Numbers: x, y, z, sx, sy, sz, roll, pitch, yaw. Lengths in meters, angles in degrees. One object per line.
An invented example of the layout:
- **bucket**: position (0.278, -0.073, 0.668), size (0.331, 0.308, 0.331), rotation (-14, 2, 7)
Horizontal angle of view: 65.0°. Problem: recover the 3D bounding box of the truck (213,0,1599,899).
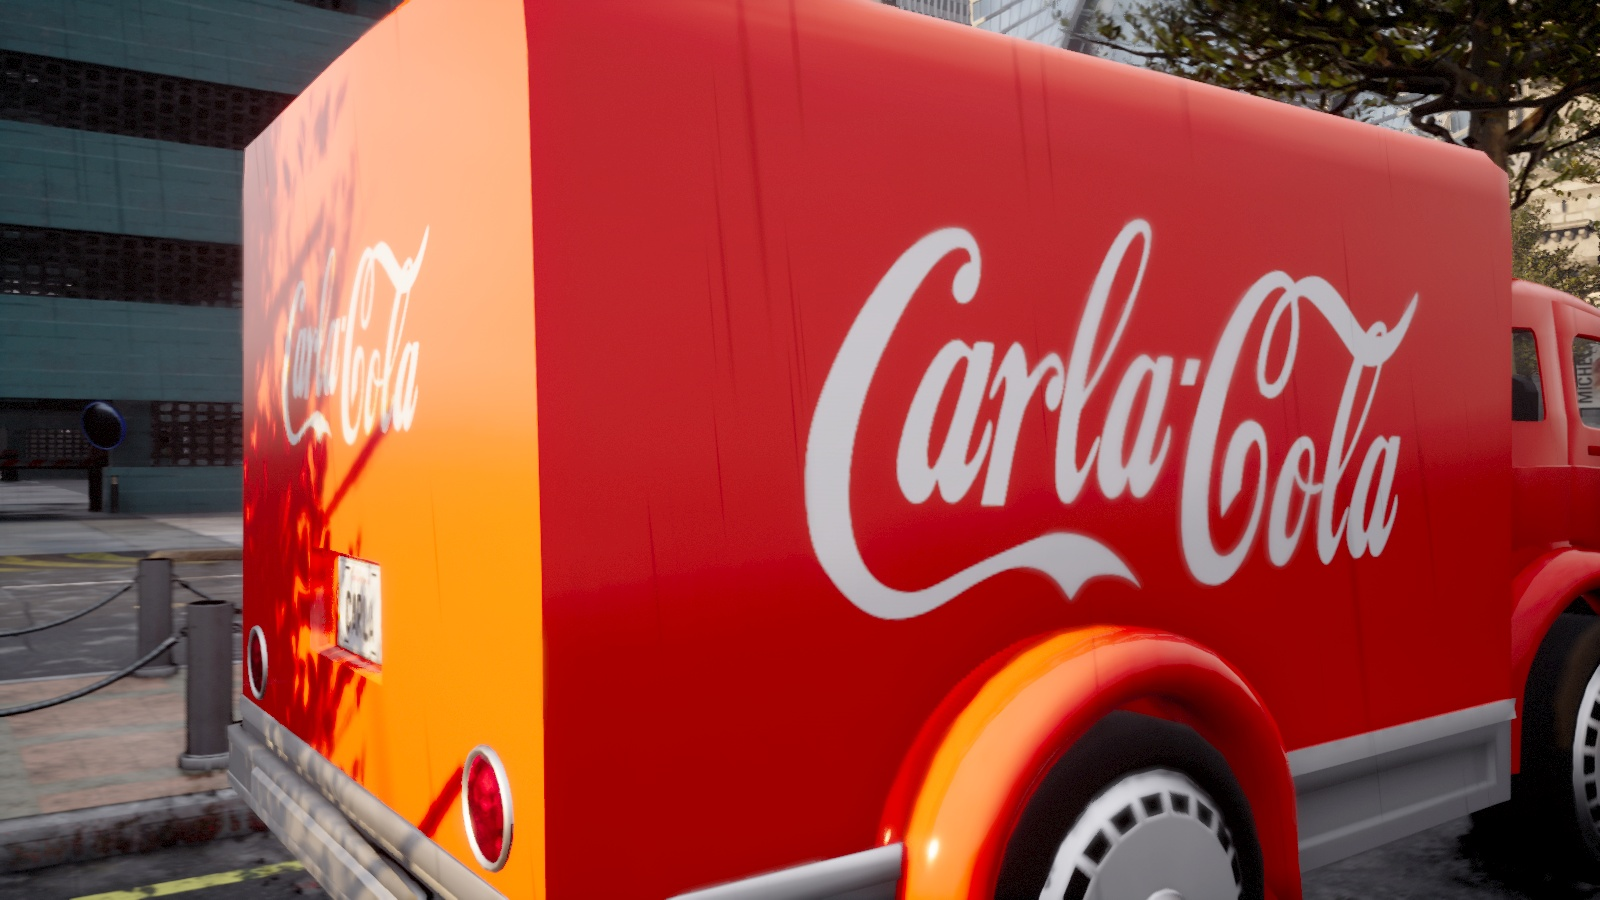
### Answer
- **truck**: position (1.030, 0.267, 4.378), size (5.204, 2.467, 2.627), rotation (0, 0, -35)
